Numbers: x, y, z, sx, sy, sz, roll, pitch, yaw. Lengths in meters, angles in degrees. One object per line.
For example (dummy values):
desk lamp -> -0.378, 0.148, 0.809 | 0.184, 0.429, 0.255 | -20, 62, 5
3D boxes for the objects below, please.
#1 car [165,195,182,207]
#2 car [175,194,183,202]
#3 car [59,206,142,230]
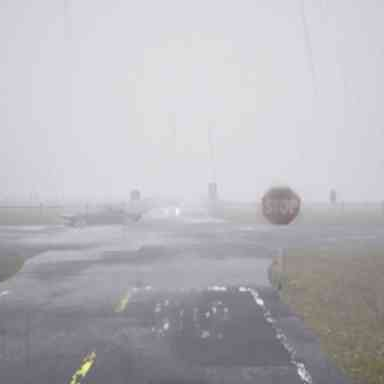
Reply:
car -> -2.744, 1.428, 46.468 | 1.895, 1.301, 4.718 | 0, 0, 0
car -> -2.743, 1.173, 63.787 | 1.882, 1.535, 5.008 | 0, 0, 0
car -> -5.550, 1.526, 20.344 | 4.718, 1.301, 1.895 | 0, 0, -37
